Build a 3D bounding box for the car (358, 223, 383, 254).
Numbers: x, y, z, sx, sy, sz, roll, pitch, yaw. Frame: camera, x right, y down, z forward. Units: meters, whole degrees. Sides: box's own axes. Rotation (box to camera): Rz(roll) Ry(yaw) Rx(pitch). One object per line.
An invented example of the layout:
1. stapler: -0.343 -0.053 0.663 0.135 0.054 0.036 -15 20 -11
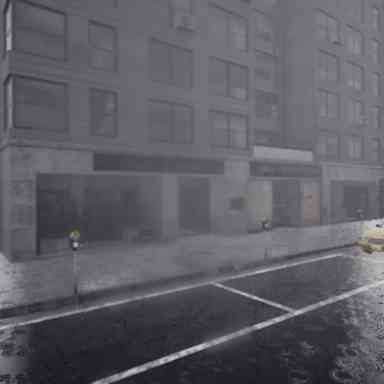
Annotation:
1. car: 7.746 1.411 11.881 4.829 1.417 1.752 -1 0 -36
